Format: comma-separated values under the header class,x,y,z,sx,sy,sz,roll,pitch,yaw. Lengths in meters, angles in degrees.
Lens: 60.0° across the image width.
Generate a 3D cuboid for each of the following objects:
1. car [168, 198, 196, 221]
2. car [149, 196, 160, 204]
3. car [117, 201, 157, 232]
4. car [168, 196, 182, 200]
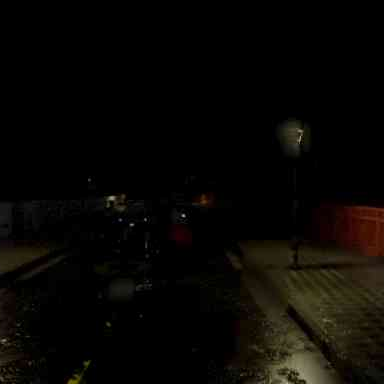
class,x,y,z,sx,sy,sz,roll,pitch,yaw
car,-0.758,1.472,26.700,1.837,1.490,4.892,0,0,-3
car,-7.055,1.423,62.408,1.994,1.385,4.181,0,0,-8
car,-3.371,1.503,20.328,1.812,1.442,4.674,0,0,-3
car,-1.996,1.304,42.885,2.097,1.767,4.553,0,0,-5
